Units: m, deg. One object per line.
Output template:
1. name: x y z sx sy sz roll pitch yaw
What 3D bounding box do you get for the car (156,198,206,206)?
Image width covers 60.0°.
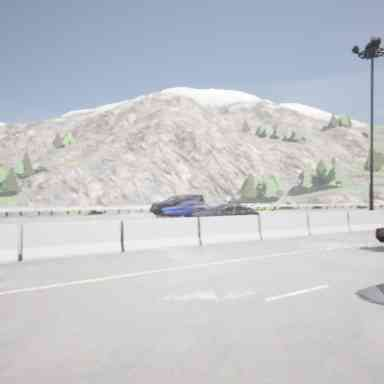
1. car: -0.191 1.533 28.419 5.008 1.535 1.882 0 0 -29

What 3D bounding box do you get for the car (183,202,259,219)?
1. car: 2.141 1.561 21.695 4.892 1.490 1.837 0 0 -30

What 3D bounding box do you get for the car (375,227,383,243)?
1. car: 6.531 1.559 7.803 4.892 1.490 1.837 0 0 -32

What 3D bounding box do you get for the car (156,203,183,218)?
1. car: 0.104 1.650 24.583 4.718 1.301 1.895 0 0 -30

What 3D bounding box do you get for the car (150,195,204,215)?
1. car: -1.215 1.276 31.878 5.566 2.045 2.150 0 0 -29
